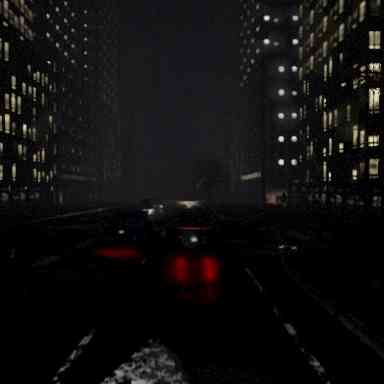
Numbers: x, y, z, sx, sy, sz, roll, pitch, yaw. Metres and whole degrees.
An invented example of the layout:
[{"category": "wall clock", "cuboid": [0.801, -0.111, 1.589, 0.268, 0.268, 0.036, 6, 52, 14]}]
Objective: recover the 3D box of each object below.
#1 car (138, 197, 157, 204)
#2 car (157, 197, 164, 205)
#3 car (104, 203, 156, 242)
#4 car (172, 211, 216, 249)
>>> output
[{"category": "car", "cuboid": [-6.579, 1.684, 47.931, 1.837, 1.490, 4.892, 0, -1, 0]}, {"category": "car", "cuboid": [-6.511, 1.743, 64.226, 1.837, 1.490, 4.892, 0, 0, 0]}, {"category": "car", "cuboid": [-3.145, 1.611, 17.300, 1.882, 1.535, 5.008, 0, 0, 0]}, {"category": "car", "cuboid": [0.091, 1.665, 15.710, 2.128, 1.511, 4.902, 0, 1, 0]}]
